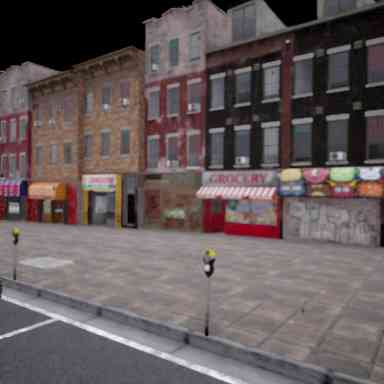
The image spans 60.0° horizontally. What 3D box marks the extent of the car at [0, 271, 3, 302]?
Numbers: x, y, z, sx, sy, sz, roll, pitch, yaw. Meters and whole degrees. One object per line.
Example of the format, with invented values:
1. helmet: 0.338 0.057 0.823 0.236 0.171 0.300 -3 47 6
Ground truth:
1. car: -5.354 1.637 6.610 4.206 1.307 1.802 0 1 36
